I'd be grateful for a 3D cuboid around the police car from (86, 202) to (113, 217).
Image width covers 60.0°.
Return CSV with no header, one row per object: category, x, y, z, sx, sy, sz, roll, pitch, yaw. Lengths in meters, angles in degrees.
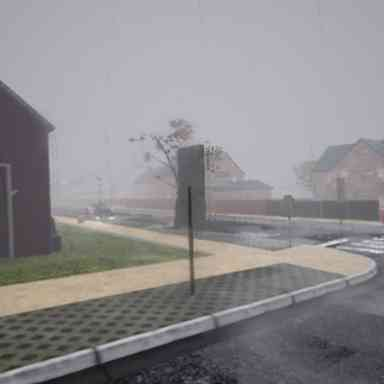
police car,-11.128,2.084,39.981,2.038,1.542,4.974,-2,0,-36
